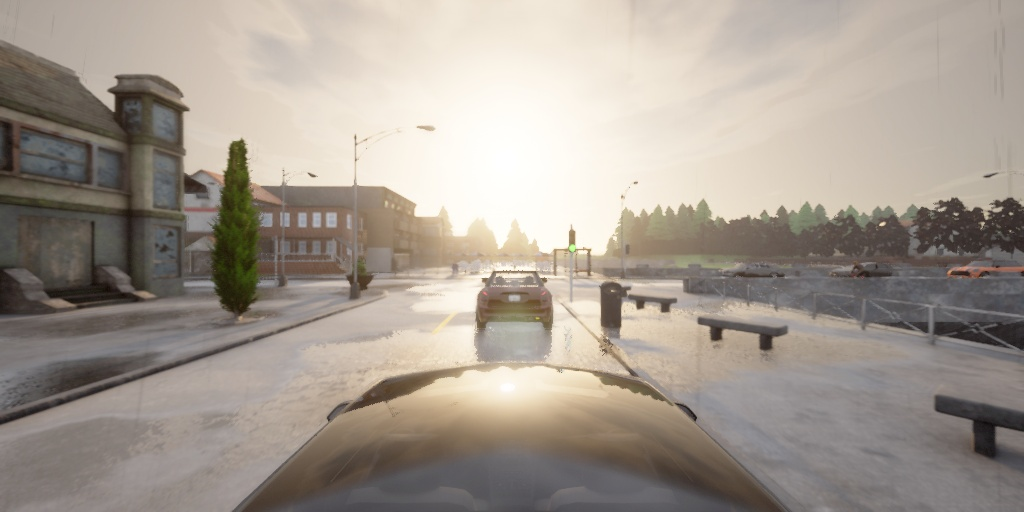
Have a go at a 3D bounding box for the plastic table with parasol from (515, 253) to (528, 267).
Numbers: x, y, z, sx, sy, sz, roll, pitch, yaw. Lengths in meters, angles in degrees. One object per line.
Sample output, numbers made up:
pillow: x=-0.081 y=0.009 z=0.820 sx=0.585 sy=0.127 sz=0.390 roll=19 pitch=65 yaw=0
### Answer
plastic table with parasol: x=1.175 y=0.726 z=59.330 sx=2.482 sy=2.480 sz=2.482 roll=0 pitch=0 yaw=0

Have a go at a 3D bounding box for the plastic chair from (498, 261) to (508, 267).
plastic chair: x=-1.247 y=1.322 z=50.521 sx=0.750 sy=1.272 sz=0.730 roll=0 pitch=0 yaw=0

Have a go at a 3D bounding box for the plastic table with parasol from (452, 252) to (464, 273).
plastic table with parasol: x=-7.117 y=0.719 z=51.332 sx=2.482 sy=2.480 sz=2.482 roll=0 pitch=0 yaw=0

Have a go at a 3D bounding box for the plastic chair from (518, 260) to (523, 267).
plastic chair: x=1.059 y=1.329 z=58.152 sx=0.750 sy=1.272 sz=0.730 roll=0 pitch=0 yaw=-1

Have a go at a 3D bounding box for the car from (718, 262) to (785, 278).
car: x=19.137 y=1.266 z=28.920 sx=4.902 sy=1.511 sz=2.128 roll=0 pitch=0 yaw=0

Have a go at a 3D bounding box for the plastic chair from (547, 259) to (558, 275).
plastic chair: x=4.851 y=1.316 z=43.819 sx=0.730 sy=1.272 sz=0.750 roll=0 pitch=0 yaw=0

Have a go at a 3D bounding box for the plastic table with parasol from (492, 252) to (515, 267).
plastic table with parasol: x=-1.197 y=0.719 z=51.721 sx=2.482 sy=2.480 sz=2.482 roll=0 pitch=0 yaw=0

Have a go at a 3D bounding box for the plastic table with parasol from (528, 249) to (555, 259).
plastic table with parasol: x=3.592 y=0.713 z=43.989 sx=2.482 sy=2.480 sz=2.482 roll=0 pitch=0 yaw=0

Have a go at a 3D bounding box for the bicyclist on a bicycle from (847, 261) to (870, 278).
bicyclist on a bicycle: x=19.817 y=1.116 z=20.522 sx=0.582 sy=1.620 sz=1.656 roll=0 pitch=0 yaw=0

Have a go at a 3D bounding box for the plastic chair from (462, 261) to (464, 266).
plastic chair: x=-5.548 y=1.317 z=44.822 sx=0.730 sy=1.272 sz=0.750 roll=0 pitch=0 yaw=0

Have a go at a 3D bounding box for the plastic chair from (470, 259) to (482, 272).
plastic chair: x=-4.349 y=1.316 z=43.521 sx=0.750 sy=1.272 sz=0.730 roll=0 pitch=0 yaw=0

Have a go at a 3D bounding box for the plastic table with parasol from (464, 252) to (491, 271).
plastic table with parasol: x=-4.228 y=0.713 z=44.741 sx=2.482 sy=2.480 sz=2.482 roll=0 pitch=0 yaw=0

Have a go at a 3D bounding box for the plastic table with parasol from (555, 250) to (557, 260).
plastic table with parasol: x=5.004 y=0.720 z=52.619 sx=2.482 sy=2.480 sz=2.482 roll=0 pitch=0 yaw=0

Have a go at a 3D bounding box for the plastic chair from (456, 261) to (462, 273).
plastic chair: x=-7.043 y=1.322 z=50.154 sx=0.750 sy=1.272 sz=0.730 roll=0 pitch=0 yaw=-1

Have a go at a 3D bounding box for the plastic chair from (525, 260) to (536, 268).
plastic chair: x=2.252 y=1.317 z=44.020 sx=0.730 sy=1.272 sz=0.750 roll=0 pitch=0 yaw=0

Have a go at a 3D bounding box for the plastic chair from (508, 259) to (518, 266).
plastic chair: x=0.153 y=1.323 z=51.620 sx=0.730 sy=1.272 sz=0.750 roll=0 pitch=0 yaw=0

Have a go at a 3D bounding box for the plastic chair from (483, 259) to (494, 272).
plastic chair: x=-2.948 y=1.317 z=44.621 sx=0.730 sy=1.272 sz=0.750 roll=0 pitch=0 yaw=0

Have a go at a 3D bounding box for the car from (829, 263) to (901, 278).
car: x=28.435 y=1.280 z=28.915 sx=4.892 sy=1.490 sz=1.837 roll=0 pitch=0 yaw=0

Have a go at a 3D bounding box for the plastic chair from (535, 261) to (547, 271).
plastic chair: x=3.451 y=1.315 z=42.719 sx=0.750 sy=1.272 sz=0.730 roll=0 pitch=0 yaw=0

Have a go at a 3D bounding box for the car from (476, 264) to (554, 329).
car: x=0.083 y=1.111 z=11.420 sx=2.097 sy=1.767 sz=4.553 roll=0 pitch=0 yaw=0

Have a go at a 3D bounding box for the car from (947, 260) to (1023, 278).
car: x=38.249 y=1.127 z=28.898 sx=4.553 sy=1.767 sz=2.097 roll=0 pitch=0 yaw=0
